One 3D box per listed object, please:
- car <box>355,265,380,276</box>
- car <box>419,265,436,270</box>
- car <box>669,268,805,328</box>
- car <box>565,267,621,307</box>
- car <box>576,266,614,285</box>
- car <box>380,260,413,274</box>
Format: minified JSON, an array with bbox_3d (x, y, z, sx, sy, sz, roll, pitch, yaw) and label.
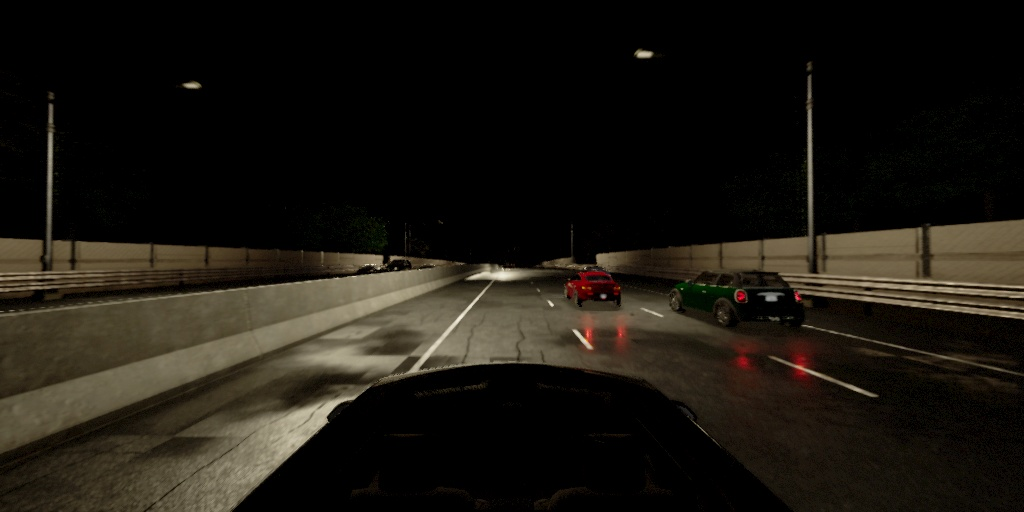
[{"bbox_3d":[-17.603,1.804,44.768,2.033,1.411,5.357,0,-1,0],"label":"car"},{"bbox_3d":[-10.601,1.837,45.702,1.994,1.385,4.181,0,-1,0],"label":"car"},{"bbox_3d":[7.093,1.201,11.931,2.097,1.767,4.553,0,-1,0],"label":"car"},{"bbox_3d":[3.591,1.423,16.373,1.812,1.442,4.674,0,-1,0],"label":"car"},{"bbox_3d":[7.083,1.622,31.033,2.033,1.411,5.357,0,-1,0],"label":"car"},{"bbox_3d":[-14.104,1.477,44.836,2.150,2.045,5.566,0,-1,0],"label":"car"}]
